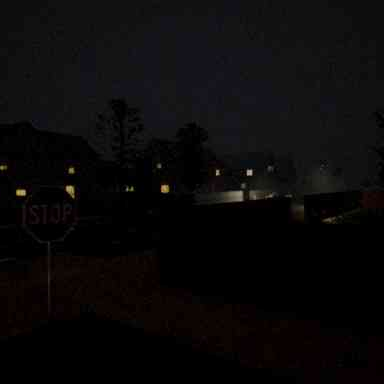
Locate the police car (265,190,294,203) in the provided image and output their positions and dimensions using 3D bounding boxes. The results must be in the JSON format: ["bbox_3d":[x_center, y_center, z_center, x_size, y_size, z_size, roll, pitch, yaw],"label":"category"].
[{"bbox_3d":[9.859,0.597,37.538,2.038,1.542,4.974,-1,1,36],"label":"police car"}]
